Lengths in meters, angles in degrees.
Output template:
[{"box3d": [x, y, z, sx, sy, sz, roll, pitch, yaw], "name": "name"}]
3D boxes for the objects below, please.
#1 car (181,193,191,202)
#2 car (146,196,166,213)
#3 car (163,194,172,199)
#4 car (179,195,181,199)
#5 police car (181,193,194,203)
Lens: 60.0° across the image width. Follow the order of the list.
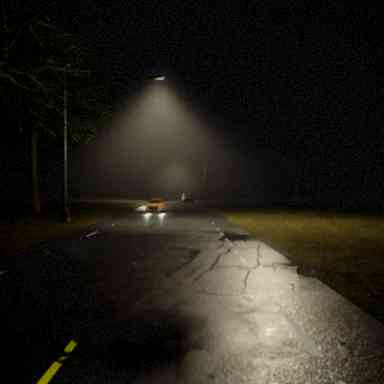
[{"box3d": [-1.569, 1.344, 84.818, 2.150, 2.045, 5.566, 0, 0, -3], "name": "car"}, {"box3d": [-4.149, 1.510, 37.937, 1.882, 1.535, 5.008, 0, 0, -2], "name": "car"}, {"box3d": [-5.763, 1.196, 78.633, 1.882, 1.535, 5.008, 0, 0, -3], "name": "car"}, {"box3d": [-1.221, 1.332, 78.818, 2.150, 2.045, 5.566, 0, 0, -3], "name": "car"}, {"box3d": [-0.695, 1.505, 68.885, 1.930, 1.638, 5.238, 0, 0, -3], "name": "police car"}]
